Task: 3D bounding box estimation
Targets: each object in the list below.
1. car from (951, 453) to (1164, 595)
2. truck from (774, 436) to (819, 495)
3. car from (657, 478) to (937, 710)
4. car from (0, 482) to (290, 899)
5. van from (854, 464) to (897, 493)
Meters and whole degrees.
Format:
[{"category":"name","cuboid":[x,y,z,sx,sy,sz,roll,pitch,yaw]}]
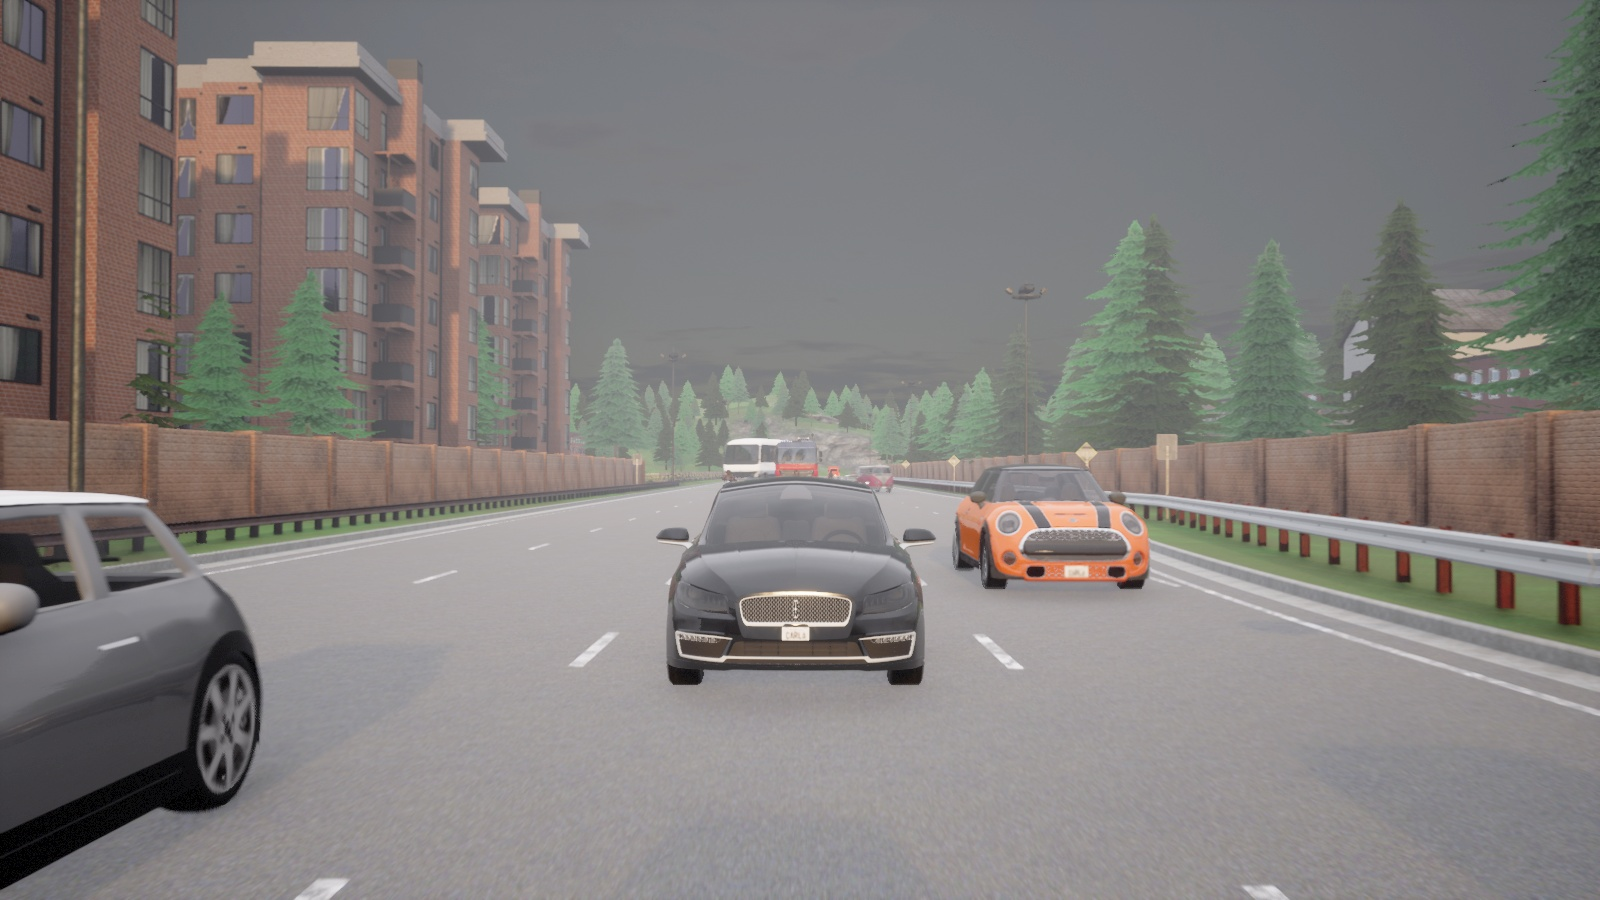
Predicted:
[{"category":"car","cuboid":[3.487,0.959,17.952,2.097,1.767,4.553,0,-1,0]},{"category":"truck","cuboid":[-0.211,1.077,85.265,2.891,3.827,8.468,0,-1,0]},{"category":"car","cuboid":[-0.026,0.998,10.689,1.837,1.490,4.892,0,-1,0]},{"category":"car","cuboid":[-3.511,0.866,4.324,1.970,1.475,3.806,0,-1,0]},{"category":"van","cuboid":[5.413,2.062,90.458,1.775,1.987,4.442,0,-1,-14]}]
